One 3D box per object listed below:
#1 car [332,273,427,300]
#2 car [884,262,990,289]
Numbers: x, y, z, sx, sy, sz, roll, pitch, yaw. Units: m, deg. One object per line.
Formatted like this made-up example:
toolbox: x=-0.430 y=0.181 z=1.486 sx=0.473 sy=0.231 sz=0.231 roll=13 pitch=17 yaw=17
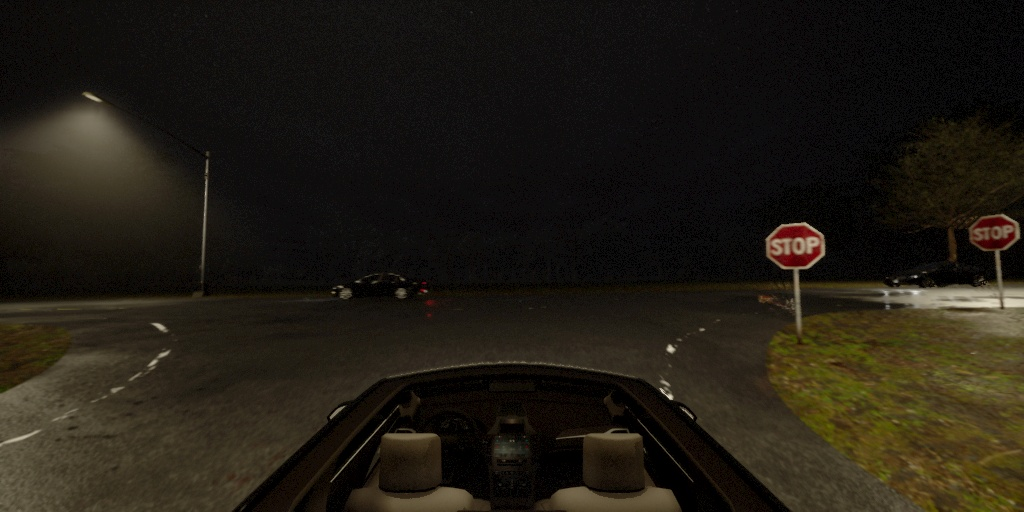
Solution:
car: x=-7.093 y=1.644 z=19.429 sx=4.892 sy=1.490 sz=1.837 roll=0 pitch=-3 yaw=0
car: x=23.583 y=1.081 z=19.951 sx=4.674 sy=1.442 sz=1.812 roll=-1 pitch=-4 yaw=-1
